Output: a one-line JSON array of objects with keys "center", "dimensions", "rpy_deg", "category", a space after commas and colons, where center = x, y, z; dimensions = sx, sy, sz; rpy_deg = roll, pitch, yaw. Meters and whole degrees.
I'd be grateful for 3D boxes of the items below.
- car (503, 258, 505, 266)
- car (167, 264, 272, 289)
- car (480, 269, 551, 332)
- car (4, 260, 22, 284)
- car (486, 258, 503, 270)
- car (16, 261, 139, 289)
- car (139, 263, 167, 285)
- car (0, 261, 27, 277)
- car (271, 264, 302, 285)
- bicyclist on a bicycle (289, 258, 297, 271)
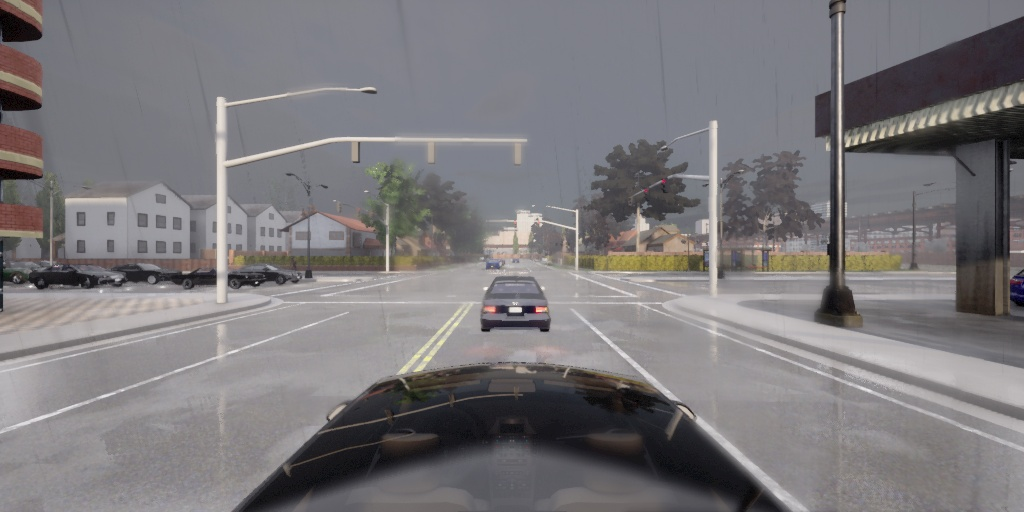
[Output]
[{"center": [-2.734, 1.351, 63.144], "dimensions": [1.895, 1.301, 4.718], "rpy_deg": [0, 0, 1], "category": "car"}, {"center": [-18.096, 1.351, 22.354], "dimensions": [4.718, 1.301, 1.895], "rpy_deg": [0, 0, 1], "category": "car"}, {"center": [0.085, 1.297, 10.837], "dimensions": [2.033, 1.411, 5.357], "rpy_deg": [0, 0, 0], "category": "car"}, {"center": [-36.059, 1.102, 26.151], "dimensions": [4.553, 1.767, 2.097], "rpy_deg": [0, 0, 1], "category": "car"}, {"center": [-2.823, 1.227, 53.589], "dimensions": [1.882, 1.535, 5.008], "rpy_deg": [0, 0, 1], "category": "car"}, {"center": [-27.128, 1.241, 22.510], "dimensions": [4.902, 1.511, 2.128], "rpy_deg": [0, 0, 1], "category": "car"}, {"center": [-26.774, 1.228, 26.003], "dimensions": [5.008, 1.535, 1.882], "rpy_deg": [0, 0, 1], "category": "car"}, {"center": [-50.287, 1.255, 34.508], "dimensions": [4.892, 1.490, 1.837], "rpy_deg": [0, 0, 2], "category": "car"}, {"center": [-17.712, 1.276, 25.880], "dimensions": [4.674, 1.442, 1.812], "rpy_deg": [0, 0, 1], "category": "car"}, {"center": [-26.530, 1.051, 43.483], "dimensions": [0.582, 1.620, 1.656], "rpy_deg": [0, 0, 1], "category": "bicyclist on a bicycle"}]
